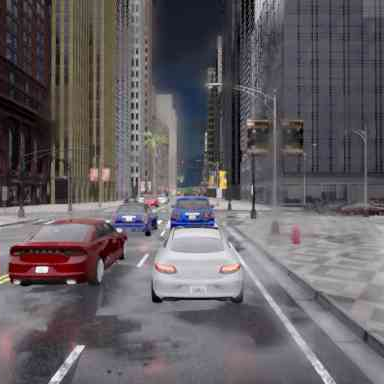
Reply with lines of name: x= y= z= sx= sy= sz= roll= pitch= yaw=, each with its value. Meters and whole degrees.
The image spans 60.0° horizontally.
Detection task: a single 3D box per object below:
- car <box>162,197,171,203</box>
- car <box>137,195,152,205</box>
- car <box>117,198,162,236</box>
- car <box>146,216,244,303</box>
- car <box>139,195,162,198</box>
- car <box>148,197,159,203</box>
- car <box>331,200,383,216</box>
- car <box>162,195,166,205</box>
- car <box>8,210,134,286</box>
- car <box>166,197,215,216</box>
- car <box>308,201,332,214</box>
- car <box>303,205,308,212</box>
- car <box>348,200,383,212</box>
car: x=-6.412 y=1.974 z=84.332 sx=1.837 sy=1.490 sz=4.892 roll=0 pitch=0 yaw=0
car: x=-9.681 y=1.582 z=68.404 sx=2.150 sy=2.045 sz=5.566 roll=0 pitch=0 yaw=0
car: x=-3.131 y=1.391 z=18.688 sx=2.097 sy=1.767 sz=4.553 roll=0 pitch=0 yaw=0
car: x=0.107 y=1.534 z=8.089 sx=1.812 sy=1.442 sz=4.674 roll=0 pitch=0 yaw=0
car: x=-6.528 y=1.467 z=53.300 sx=2.150 sy=2.045 sz=5.566 roll=0 pitch=0 yaw=0
car: x=-9.662 y=2.011 z=83.919 sx=2.033 sy=1.411 sz=5.357 roll=0 pitch=0 yaw=0
car: x=15.345 y=1.576 z=30.176 sx=4.206 sy=1.307 sz=1.802 roll=0 pitch=0 yaw=-1
car: x=-6.428 y=1.589 z=69.133 sx=2.150 sy=2.045 sz=5.566 roll=0 pitch=0 yaw=0
car: x=-3.142 y=1.489 z=9.462 sx=1.882 sy=1.535 sz=5.008 roll=0 pitch=0 yaw=0
car: x=0.044 y=1.257 z=17.791 sx=2.150 sy=2.045 sz=5.566 roll=0 pitch=0 yaw=1
car: x=15.296 y=1.627 z=35.945 sx=4.181 sy=1.385 sz=1.994 roll=0 pitch=-1 yaw=-1
car: x=15.224 y=1.661 z=38.700 sx=4.313 sy=1.339 sz=1.947 roll=0 pitch=0 yaw=-1
car: x=20.864 y=1.642 z=38.781 sx=4.313 sy=1.339 sz=1.947 roll=0 pitch=0 yaw=-1
